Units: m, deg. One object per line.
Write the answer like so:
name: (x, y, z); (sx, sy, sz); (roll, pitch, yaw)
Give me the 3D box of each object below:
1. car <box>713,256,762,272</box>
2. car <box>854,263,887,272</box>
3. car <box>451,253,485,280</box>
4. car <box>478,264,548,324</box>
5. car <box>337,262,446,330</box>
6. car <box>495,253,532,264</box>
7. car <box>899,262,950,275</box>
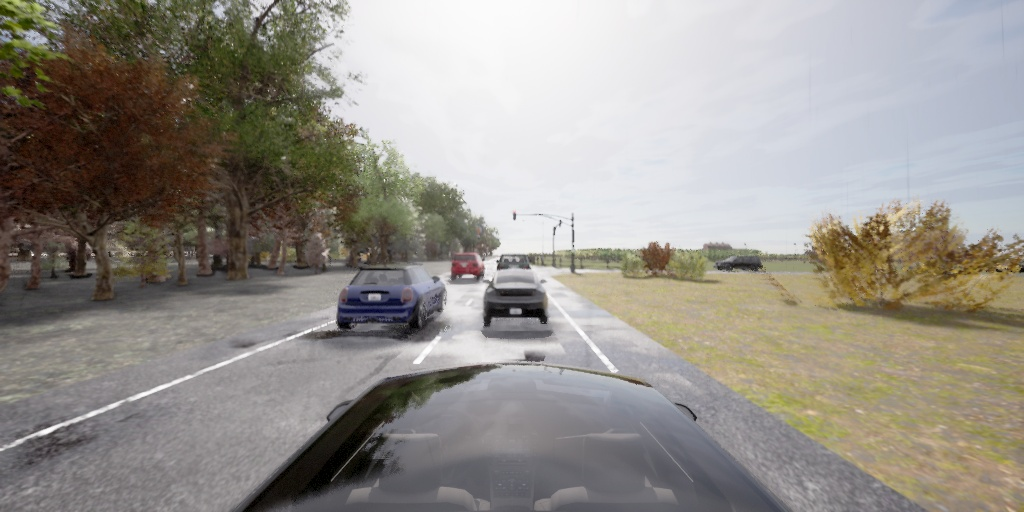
car: (29.147, 0.995, 46.303); (5.566, 2.045, 2.150); (1, -1, 0)
car: (45.464, 1.478, 46.183); (4.674, 1.442, 1.812); (1, -1, 1)
car: (-3.392, 0.770, 28.151); (2.150, 2.045, 5.566); (0, 1, 0)
car: (0.103, 1.178, 11.710); (1.837, 1.490, 4.892); (0, 0, 0)
car: (-3.397, 1.030, 10.995); (2.097, 1.767, 4.553); (0, 0, 0)
car: (0.109, 0.807, 23.210); (2.150, 2.045, 5.566); (0, 0, 0)
car: (48.945, 1.485, 42.615); (4.674, 1.442, 1.812); (1, -1, 0)
